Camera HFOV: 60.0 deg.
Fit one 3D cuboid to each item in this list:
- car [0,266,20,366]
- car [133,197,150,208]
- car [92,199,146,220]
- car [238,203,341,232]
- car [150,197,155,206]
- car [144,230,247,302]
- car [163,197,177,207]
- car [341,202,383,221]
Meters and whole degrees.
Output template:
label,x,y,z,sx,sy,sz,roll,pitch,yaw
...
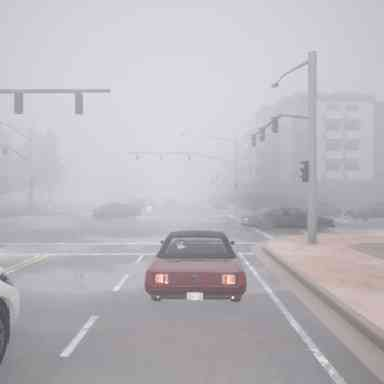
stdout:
label,x,y,z,sx,sy,sz,roll,pitch,yaw
car,-3.455,1.221,2.189,2.150,2.045,5.566,0,0,1
car,-7.084,1.477,43.450,1.882,1.535,5.008,0,0,0
car,-6.395,1.564,28.429,1.994,1.385,4.181,0,0,40
car,5.413,1.547,19.378,5.357,1.411,2.033,0,0,-3
car,-7.083,1.491,53.355,2.128,1.511,4.902,0,0,0
car,0.132,1.601,8.246,1.895,1.301,4.718,0,0,2
car,-3.403,1.491,51.795,2.128,1.511,4.902,0,0,0
car,15.283,1.547,27.011,5.357,1.411,2.033,0,0,-3
